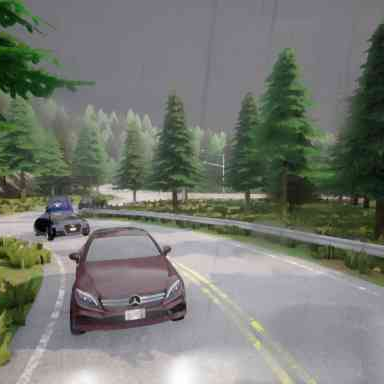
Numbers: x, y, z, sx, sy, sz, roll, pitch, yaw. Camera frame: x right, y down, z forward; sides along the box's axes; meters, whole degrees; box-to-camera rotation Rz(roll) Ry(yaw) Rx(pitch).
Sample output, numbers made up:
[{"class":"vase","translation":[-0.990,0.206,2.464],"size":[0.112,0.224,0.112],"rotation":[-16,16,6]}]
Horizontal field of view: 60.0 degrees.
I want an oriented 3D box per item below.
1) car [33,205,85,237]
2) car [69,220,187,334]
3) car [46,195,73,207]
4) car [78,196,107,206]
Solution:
[{"class":"car","translation":[-7.026,1.664,17.750],"size":[1.994,1.385,4.181],"rotation":[-4,2,-38]},{"class":"car","translation":[-1.510,1.523,7.043],"size":[1.812,1.442,4.674],"rotation":[-2,0,-17]},{"class":"car","translation":[-12.811,1.326,32.218],"size":[2.150,2.045,5.566],"rotation":[-1,0,-18]},{"class":"car","translation":[-12.651,1.289,42.803],"size":[2.097,1.767,4.553],"rotation":[2,2,13]}]
